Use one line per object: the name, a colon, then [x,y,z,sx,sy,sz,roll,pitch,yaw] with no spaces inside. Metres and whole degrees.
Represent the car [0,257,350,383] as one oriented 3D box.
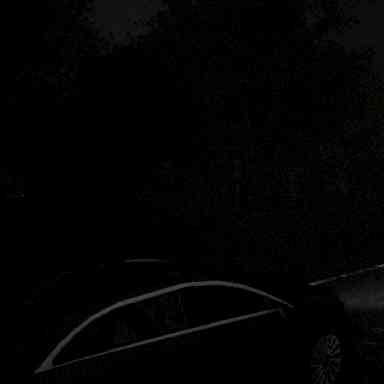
car: [-0.224,1.492,3.585,4.902,1.511,2.128,0,0,-35]
